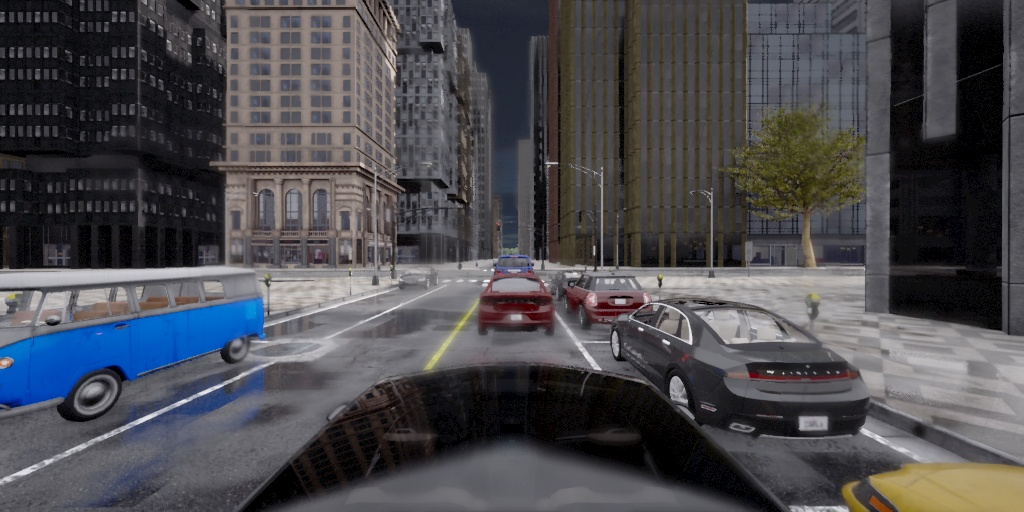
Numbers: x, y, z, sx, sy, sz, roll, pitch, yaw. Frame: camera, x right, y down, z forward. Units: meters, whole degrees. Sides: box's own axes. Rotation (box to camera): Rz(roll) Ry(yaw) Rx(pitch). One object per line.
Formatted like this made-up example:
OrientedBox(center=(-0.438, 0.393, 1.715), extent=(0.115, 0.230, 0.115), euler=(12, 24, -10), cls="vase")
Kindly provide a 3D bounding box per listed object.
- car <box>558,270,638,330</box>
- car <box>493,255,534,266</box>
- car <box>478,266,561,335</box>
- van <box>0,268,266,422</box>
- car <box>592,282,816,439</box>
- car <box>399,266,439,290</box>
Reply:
OrientedBox(center=(2.777, 1.188, 11.108), extent=(1.967, 1.591, 4.097), euler=(0, 0, 0), cls="car")
OrientedBox(center=(0.103, 0.967, 20.378), extent=(2.150, 2.045, 5.566), euler=(0, 0, 0), cls="car")
OrientedBox(center=(0.106, 1.226, 10.494), extent=(1.882, 1.535, 5.008), euler=(0, 0, 0), cls="car")
OrientedBox(center=(-5.756, 1.090, 5.478), extent=(1.690, 1.789, 3.998), euler=(0, 0, 0), cls="van")
OrientedBox(center=(2.769, 1.300, 5.467), extent=(2.007, 1.370, 4.403), euler=(0, 0, 0), cls="car")
OrientedBox(center=(-5.732, 1.296, 22.401), extent=(2.007, 1.370, 4.403), euler=(0, 0, 0), cls="car")
